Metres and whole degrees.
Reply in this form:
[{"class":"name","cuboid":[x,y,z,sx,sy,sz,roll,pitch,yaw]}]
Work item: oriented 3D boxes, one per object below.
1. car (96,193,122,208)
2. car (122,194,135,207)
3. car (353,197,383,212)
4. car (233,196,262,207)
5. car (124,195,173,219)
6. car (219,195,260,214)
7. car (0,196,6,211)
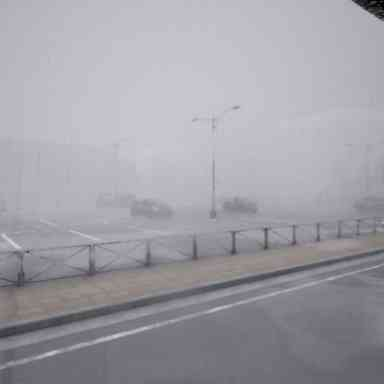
[{"class":"car","cuboid":[-11.115,1.056,43.407,1.905,1.878,3.866,0,0,-36]},{"class":"car","cuboid":[-9.001,1.073,45.443,1.932,1.855,4.605,0,0,-36]},{"class":"car","cuboid":[18.886,1.282,33.241,2.152,1.636,5.027,0,0,-36]},{"class":"car","cuboid":[8.073,1.337,48.456,1.970,1.475,3.806,0,0,-36]},{"class":"car","cuboid":[-3.334,1.281,26.705,2.007,1.523,4.514,0,0,-36]},{"class":"car","cuboid":[4.790,1.289,32.523,1.845,1.501,3.633,0,0,-36]},{"class":"car","cuboid":[-21.485,1.151,35.914,2.152,1.636,5.027,0,0,-36]}]
